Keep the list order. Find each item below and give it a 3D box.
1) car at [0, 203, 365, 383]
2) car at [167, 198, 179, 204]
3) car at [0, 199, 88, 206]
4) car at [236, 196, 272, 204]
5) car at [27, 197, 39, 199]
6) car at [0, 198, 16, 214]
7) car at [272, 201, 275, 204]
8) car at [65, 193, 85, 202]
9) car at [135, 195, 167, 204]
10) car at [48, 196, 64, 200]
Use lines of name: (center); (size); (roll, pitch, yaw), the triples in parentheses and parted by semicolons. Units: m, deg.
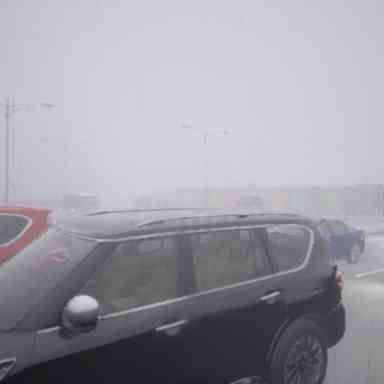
car: (-0.667, 1.232, 3.472); (5.566, 2.045, 2.150); (1, 0, -35)
car: (-3.306, 1.531, 45.299); (1.784, 1.438, 3.905); (1, 0, -36)
car: (-4.707, 1.207, 4.891); (5.566, 2.045, 2.150); (1, 0, -35)
car: (4.742, 1.317, 29.544); (1.905, 1.878, 3.866); (1, 0, -36)
car: (-23.542, 1.427, 49.107); (1.970, 1.475, 3.806); (1, 0, -36)
car: (-19.220, 1.393, 33.530); (1.970, 1.475, 3.806); (1, 0, -36)
car: (7.077, 1.581, 31.253); (1.970, 1.475, 3.806); (1, 0, -36)
car: (-19.080, 1.232, 52.459); (1.932, 1.855, 4.605); (1, 0, -36)
car: (-5.673, 1.296, 43.632); (1.932, 1.855, 4.605); (1, 0, -36)
car: (-21.211, 1.420, 50.825); (1.784, 1.438, 3.905); (1, 0, -36)
